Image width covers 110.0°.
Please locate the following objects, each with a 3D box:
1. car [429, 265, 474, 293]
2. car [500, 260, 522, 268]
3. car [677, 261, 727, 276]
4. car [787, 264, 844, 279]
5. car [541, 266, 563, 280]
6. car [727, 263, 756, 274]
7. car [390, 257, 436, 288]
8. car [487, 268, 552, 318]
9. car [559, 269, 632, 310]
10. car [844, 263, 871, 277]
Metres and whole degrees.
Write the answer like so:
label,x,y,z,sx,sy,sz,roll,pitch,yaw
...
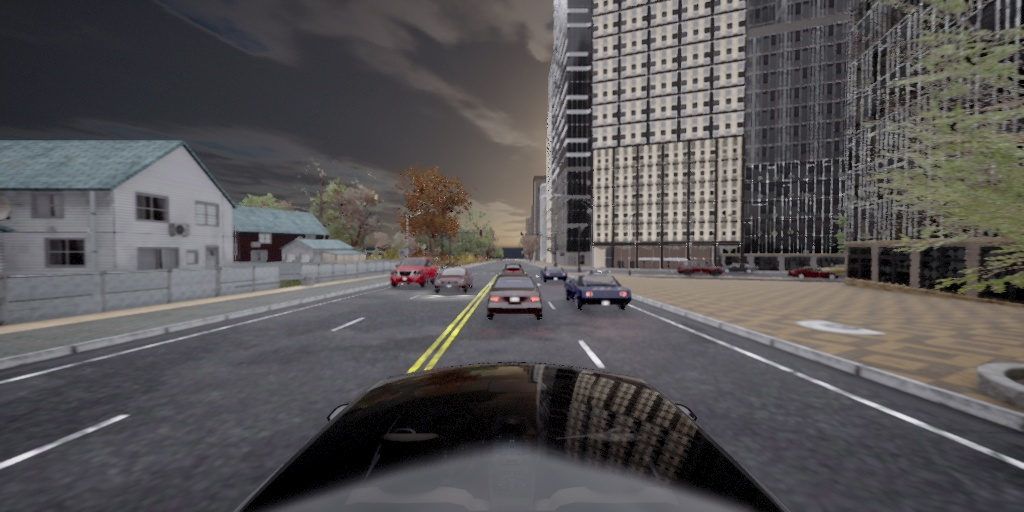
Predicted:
label,x,y,z,sx,sy,sz,roll,pitch,yaw
car,-3.343,1.351,21.361,1.812,1.442,4.674,0,0,0
car,0.097,1.368,30.188,1.837,1.490,4.892,0,0,0
car,23.028,1.572,44.149,5.009,1.841,2.192,0,0,20
car,33.672,1.876,40.246,4.507,1.381,1.888,0,0,20
car,3.347,1.461,29.618,1.895,1.301,4.718,0,0,0
car,31.063,1.671,49.594,4.403,1.370,2.007,0,0,20
car,-6.592,1.063,24.806,2.150,2.045,5.566,0,0,0
car,0.090,1.339,13.083,2.033,1.411,5.357,0,0,0
car,3.344,1.400,14.993,1.895,1.301,4.718,0,0,0
car,38.995,1.682,38.295,5.009,1.841,2.192,0,0,20
